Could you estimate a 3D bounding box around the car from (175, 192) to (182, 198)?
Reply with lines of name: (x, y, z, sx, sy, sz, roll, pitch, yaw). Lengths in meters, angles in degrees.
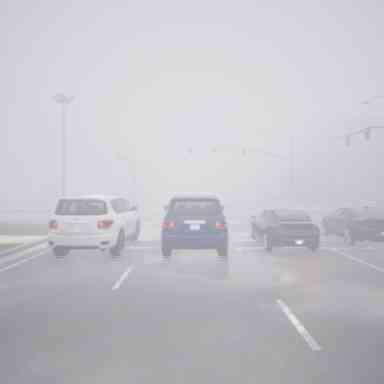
car: (-3.515, 0.764, 88.544, 1.812, 1.442, 4.674, 0, 0, 0)

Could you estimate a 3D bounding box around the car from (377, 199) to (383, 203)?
car: (28.377, 1.155, 45.765, 5.357, 1.411, 2.033, 0, 0, 0)

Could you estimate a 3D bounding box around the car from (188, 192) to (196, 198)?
car: (-0.015, 0.743, 88.129, 1.837, 1.490, 4.892, 0, 0, 0)

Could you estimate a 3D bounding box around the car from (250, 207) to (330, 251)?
car: (3.595, 1.389, 13.538, 1.837, 1.490, 4.892, 0, 1, 0)

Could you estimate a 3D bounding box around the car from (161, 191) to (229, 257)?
car: (0.094, 1.113, 12.524, 2.150, 2.045, 5.566, 0, 0, 0)

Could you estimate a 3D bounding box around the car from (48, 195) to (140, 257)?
car: (-3.405, 1.112, 12.538, 2.150, 2.045, 5.566, 0, 0, 0)

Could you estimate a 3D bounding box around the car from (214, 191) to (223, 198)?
car: (6.985, 0.596, 88.517, 2.097, 1.767, 4.553, 0, 0, 0)

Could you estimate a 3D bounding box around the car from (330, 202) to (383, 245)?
car: (7.310, 1.350, 14.707, 1.882, 1.535, 5.008, 0, 1, 5)
